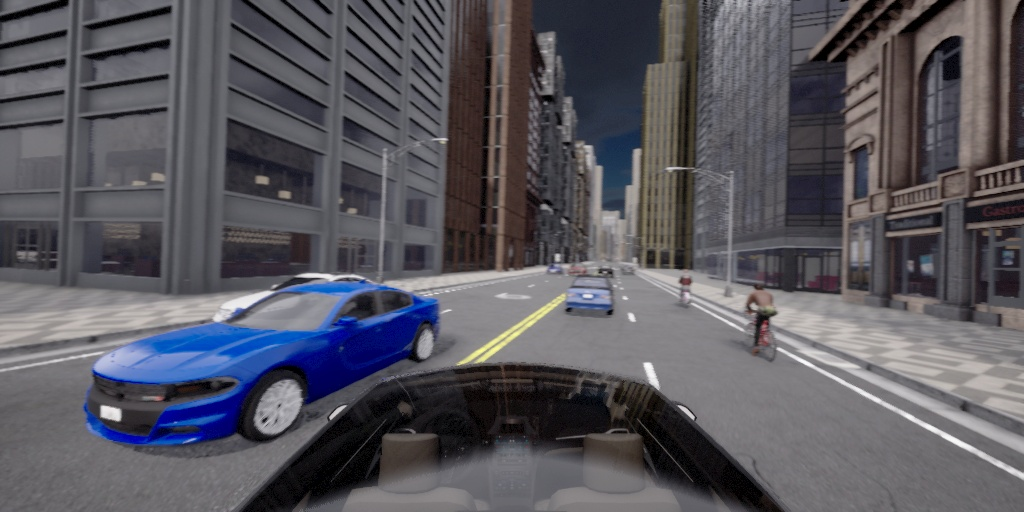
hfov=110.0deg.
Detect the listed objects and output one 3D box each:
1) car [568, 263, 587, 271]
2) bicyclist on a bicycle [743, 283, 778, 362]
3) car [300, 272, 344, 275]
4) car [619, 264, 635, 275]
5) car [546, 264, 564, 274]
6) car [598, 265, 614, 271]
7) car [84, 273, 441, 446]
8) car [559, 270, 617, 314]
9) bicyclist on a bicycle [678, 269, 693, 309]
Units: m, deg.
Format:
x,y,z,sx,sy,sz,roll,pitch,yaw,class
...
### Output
x,y,z,sx,sy,sz,roll,pitch,yaw,class
8.545,1.679,46.406,2.097,1.767,4.553,2,0,16,car
5.582,1.441,8.063,0.582,1.620,1.656,2,-1,16,bicyclist on a bicycle
-5.137,1.171,9.619,1.812,1.442,4.674,2,0,16,car
18.421,2.180,56.927,2.128,1.511,4.902,2,0,16,car
5.982,1.784,49.314,1.812,1.442,4.674,2,0,16,car
12.168,1.923,46.612,1.882,1.535,5.008,2,0,16,car
-2.889,1.165,5.593,1.882,1.535,5.008,2,0,16,car
3.384,1.516,15.223,2.033,1.411,5.357,2,0,16,car
7.948,1.498,16.512,0.659,1.776,1.843,2,0,16,bicyclist on a bicycle
